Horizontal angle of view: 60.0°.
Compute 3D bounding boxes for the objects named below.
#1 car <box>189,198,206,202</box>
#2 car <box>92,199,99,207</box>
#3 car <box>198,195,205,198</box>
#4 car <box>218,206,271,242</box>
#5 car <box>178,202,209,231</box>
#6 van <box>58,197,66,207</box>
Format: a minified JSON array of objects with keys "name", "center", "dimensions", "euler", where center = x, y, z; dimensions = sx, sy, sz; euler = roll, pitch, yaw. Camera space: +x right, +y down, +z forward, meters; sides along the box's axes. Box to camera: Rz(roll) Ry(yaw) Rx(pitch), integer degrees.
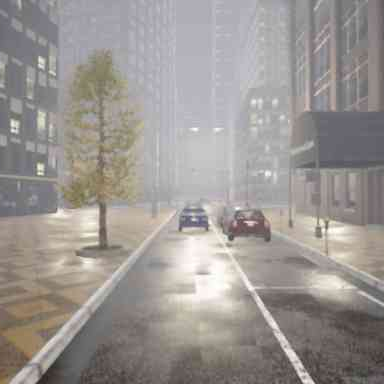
[{"name":"car","center":[0.248,1.607,35.777],"dimensions":[1.994,1.385,4.181],"euler":[0,0,4]},{"name":"car","center":[-17.459,1.830,57.224],"dimensions":[4.403,1.369,2.008],"euler":[0,-1,14]},{"name":"car","center":[2.567,1.712,82.490],"dimensions":[1.947,1.339,4.313],"euler":[1,0,0]},{"name":"car","center":[2.577,1.454,16.518],"dimensions":[1.967,1.590,4.097],"euler":[1,0,0]},{"name":"car","center":[0.097,1.565,20.696],"dimensions":[2.033,1.411,5.357],"euler":[0,0,0]},{"name":"van","center":[-17.835,1.472,49.058],"dimensions":[3.998,1.788,1.690],"euler":[0,-1,14]}]
